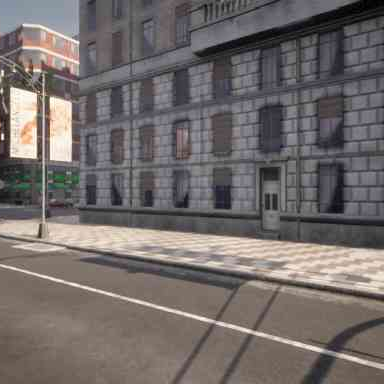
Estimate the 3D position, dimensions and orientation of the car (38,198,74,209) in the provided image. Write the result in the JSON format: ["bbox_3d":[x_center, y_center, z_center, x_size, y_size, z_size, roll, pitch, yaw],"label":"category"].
[{"bbox_3d":[-18.065,1.526,44.377,1.812,1.442,4.674,0,0,36],"label":"car"}]
